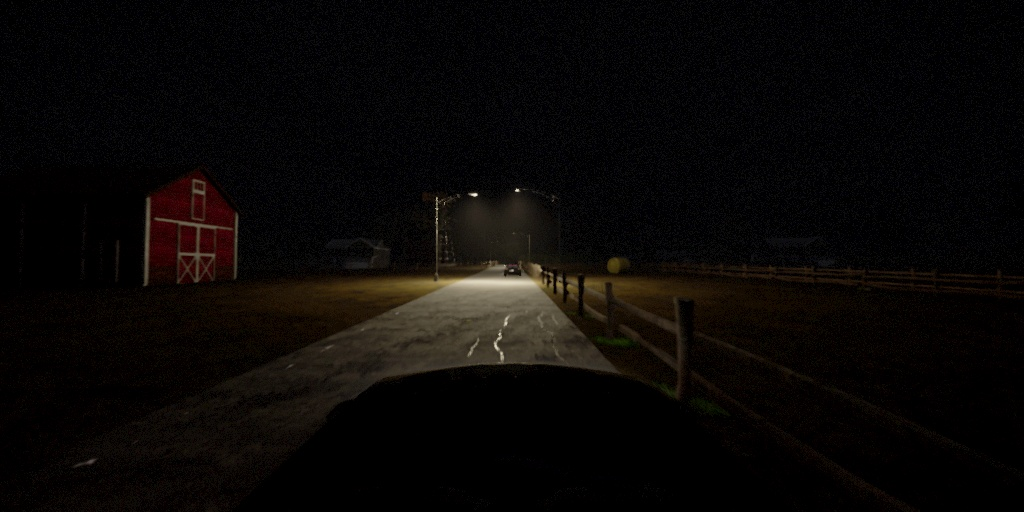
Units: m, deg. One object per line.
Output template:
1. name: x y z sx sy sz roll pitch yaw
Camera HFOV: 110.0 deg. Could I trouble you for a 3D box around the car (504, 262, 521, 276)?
1. car: 0.079 1.592 41.851 1.994 1.385 4.181 0 0 0
